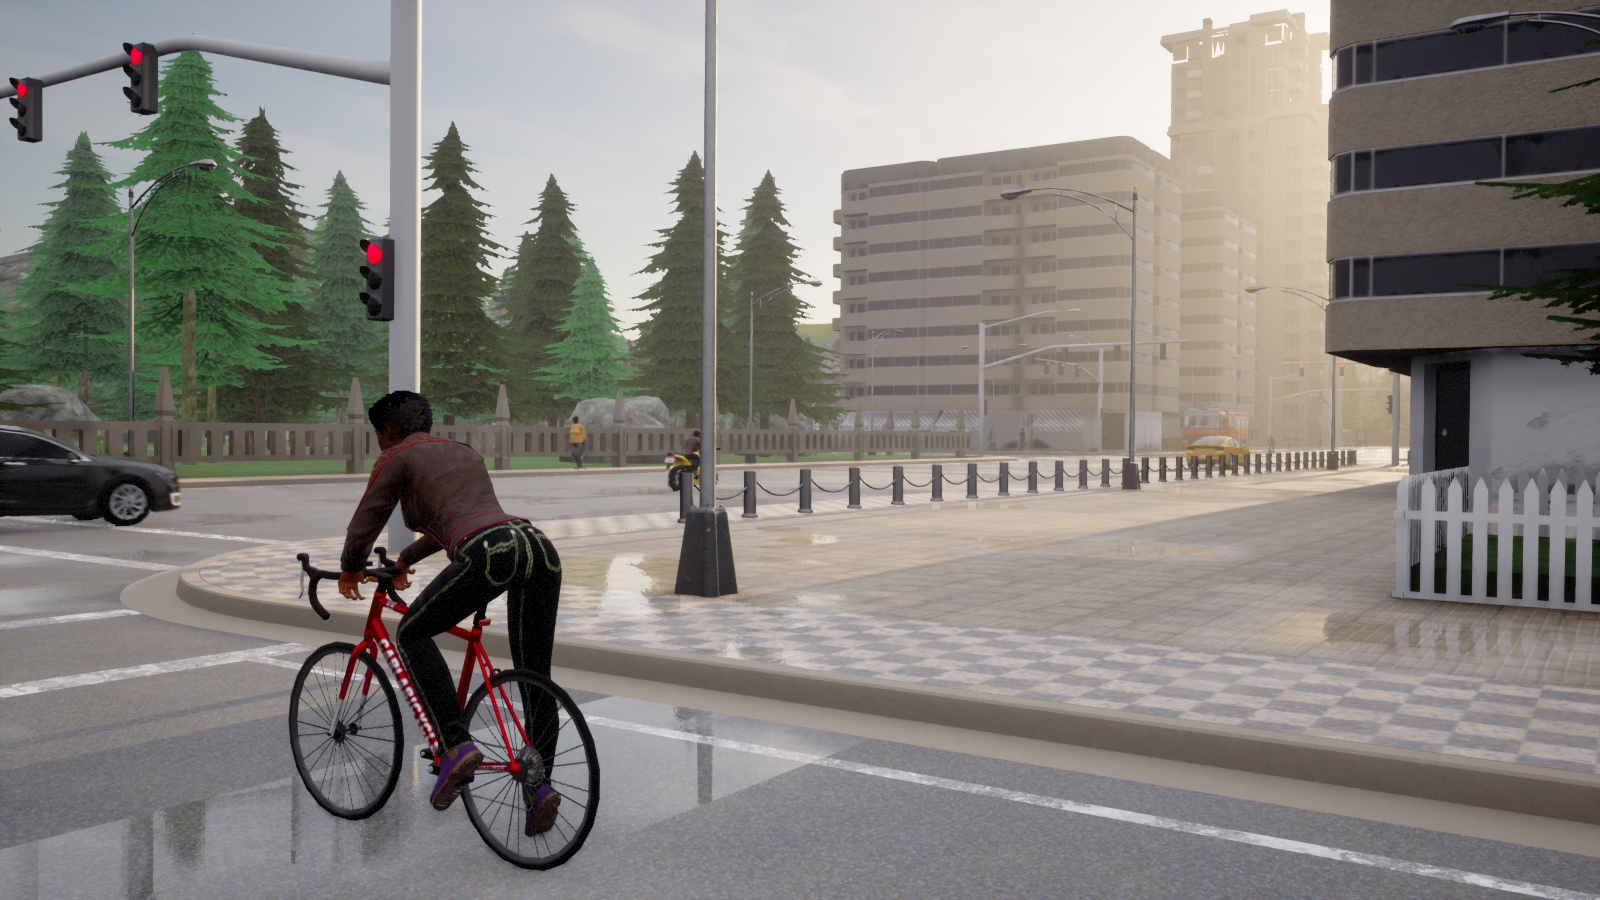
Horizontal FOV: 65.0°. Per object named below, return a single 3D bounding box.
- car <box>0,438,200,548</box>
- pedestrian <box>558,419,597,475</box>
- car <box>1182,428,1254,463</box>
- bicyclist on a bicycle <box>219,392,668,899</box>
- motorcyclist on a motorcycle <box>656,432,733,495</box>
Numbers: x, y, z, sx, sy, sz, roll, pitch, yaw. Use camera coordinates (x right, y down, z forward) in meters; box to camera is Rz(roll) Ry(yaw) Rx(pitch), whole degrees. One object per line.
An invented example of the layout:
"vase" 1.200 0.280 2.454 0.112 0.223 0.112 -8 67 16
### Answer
"car" -11.556 0.594 18.099 1.837 1.490 4.892 1 1 44
"pedestrian" -7.498 -0.120 42.292 0.874 1.855 0.900 0 1 33
"car" 19.315 -0.256 57.875 1.882 1.535 5.008 0 1 34
"bicyclist on a bicycle" -1.313 0.635 4.495 1.656 1.620 0.582 0 1 34
"motorcyclist on a motorcycle" -2.603 0.310 31.253 0.797 1.523 2.044 0 1 34
